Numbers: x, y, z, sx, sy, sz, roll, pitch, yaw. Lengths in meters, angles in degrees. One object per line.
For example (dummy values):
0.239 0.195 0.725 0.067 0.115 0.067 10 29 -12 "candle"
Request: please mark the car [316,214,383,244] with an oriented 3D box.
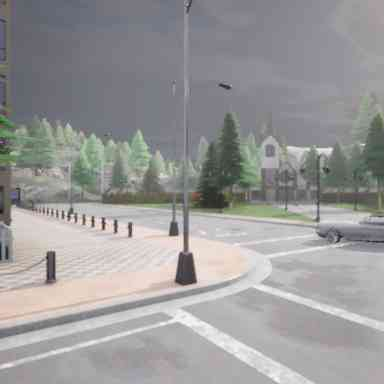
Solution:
7.868 1.581 14.308 4.718 1.301 1.895 0 0 29 "car"
